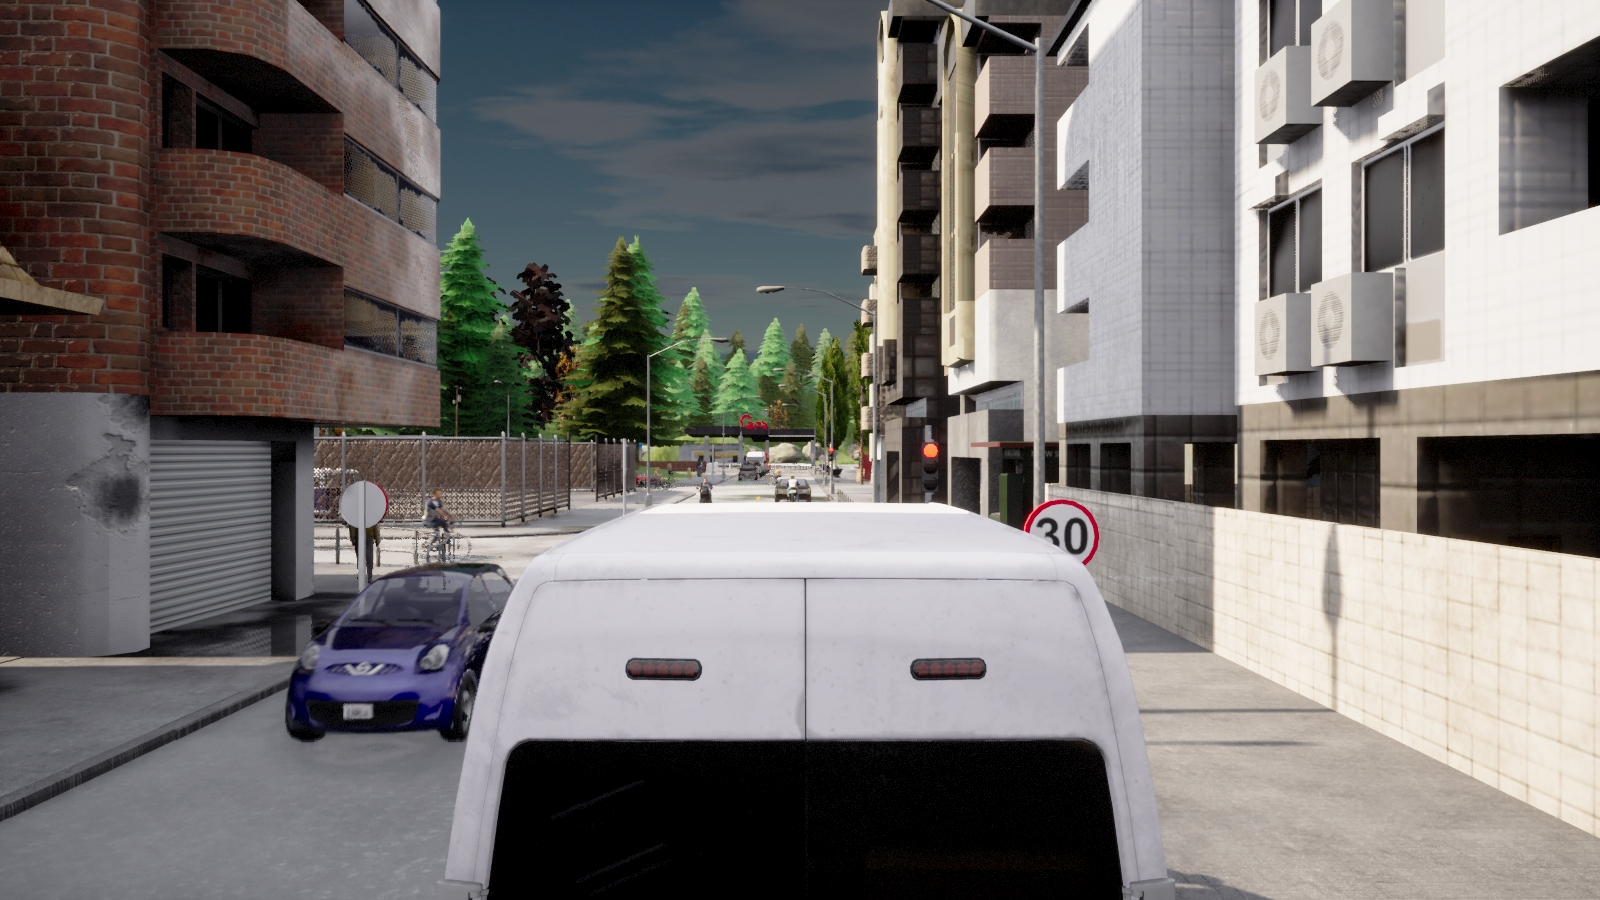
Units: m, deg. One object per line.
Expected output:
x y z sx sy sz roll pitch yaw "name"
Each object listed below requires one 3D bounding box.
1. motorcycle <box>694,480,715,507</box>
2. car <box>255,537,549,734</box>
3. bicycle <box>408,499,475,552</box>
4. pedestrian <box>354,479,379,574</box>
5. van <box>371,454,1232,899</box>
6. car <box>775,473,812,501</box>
-4.334 1.973 52.180 0.803 1.145 2.033 0 0 0 "motorcycle"
-3.985 1.813 12.118 1.845 1.501 3.633 0 0 0 "car"
-9.140 1.924 29.168 1.643 1.296 0.373 0 3 12 "bicycle"
-8.608 1.507 22.683 0.375 1.860 0.375 0 0 -33 "pedestrian"
-0.009 1.312 5.597 1.988 2.561 5.915 0 0 0 "van"
-0.339 1.912 60.159 1.895 1.301 4.718 0 0 0 "car"
